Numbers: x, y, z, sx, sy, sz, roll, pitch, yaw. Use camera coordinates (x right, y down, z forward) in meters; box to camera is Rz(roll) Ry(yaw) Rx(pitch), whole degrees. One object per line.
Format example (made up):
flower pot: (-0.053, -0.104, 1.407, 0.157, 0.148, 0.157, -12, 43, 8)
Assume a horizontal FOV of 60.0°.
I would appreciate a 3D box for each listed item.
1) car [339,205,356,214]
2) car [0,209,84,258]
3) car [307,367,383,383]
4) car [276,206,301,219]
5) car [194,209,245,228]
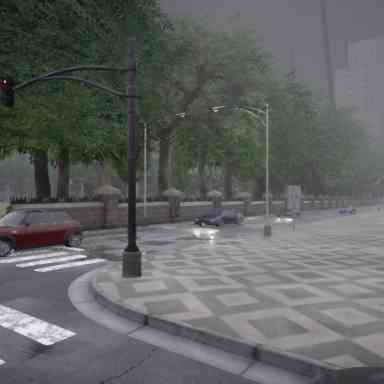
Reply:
car: (24.865, 2.782, 53.091, 2.033, 1.411, 5.357, 0, -1, 34)
car: (-6.823, 1.526, 13.620, 2.097, 1.767, 4.553, 0, -1, 35)
car: (2.466, 1.551, 1.209, 4.403, 1.369, 2.008, 0, 0, 35)
car: (11.534, 2.403, 39.680, 1.994, 1.385, 4.181, 0, -1, 35)
car: (2.353, 2.051, 26.654, 2.033, 1.411, 5.357, 0, -1, 35)
